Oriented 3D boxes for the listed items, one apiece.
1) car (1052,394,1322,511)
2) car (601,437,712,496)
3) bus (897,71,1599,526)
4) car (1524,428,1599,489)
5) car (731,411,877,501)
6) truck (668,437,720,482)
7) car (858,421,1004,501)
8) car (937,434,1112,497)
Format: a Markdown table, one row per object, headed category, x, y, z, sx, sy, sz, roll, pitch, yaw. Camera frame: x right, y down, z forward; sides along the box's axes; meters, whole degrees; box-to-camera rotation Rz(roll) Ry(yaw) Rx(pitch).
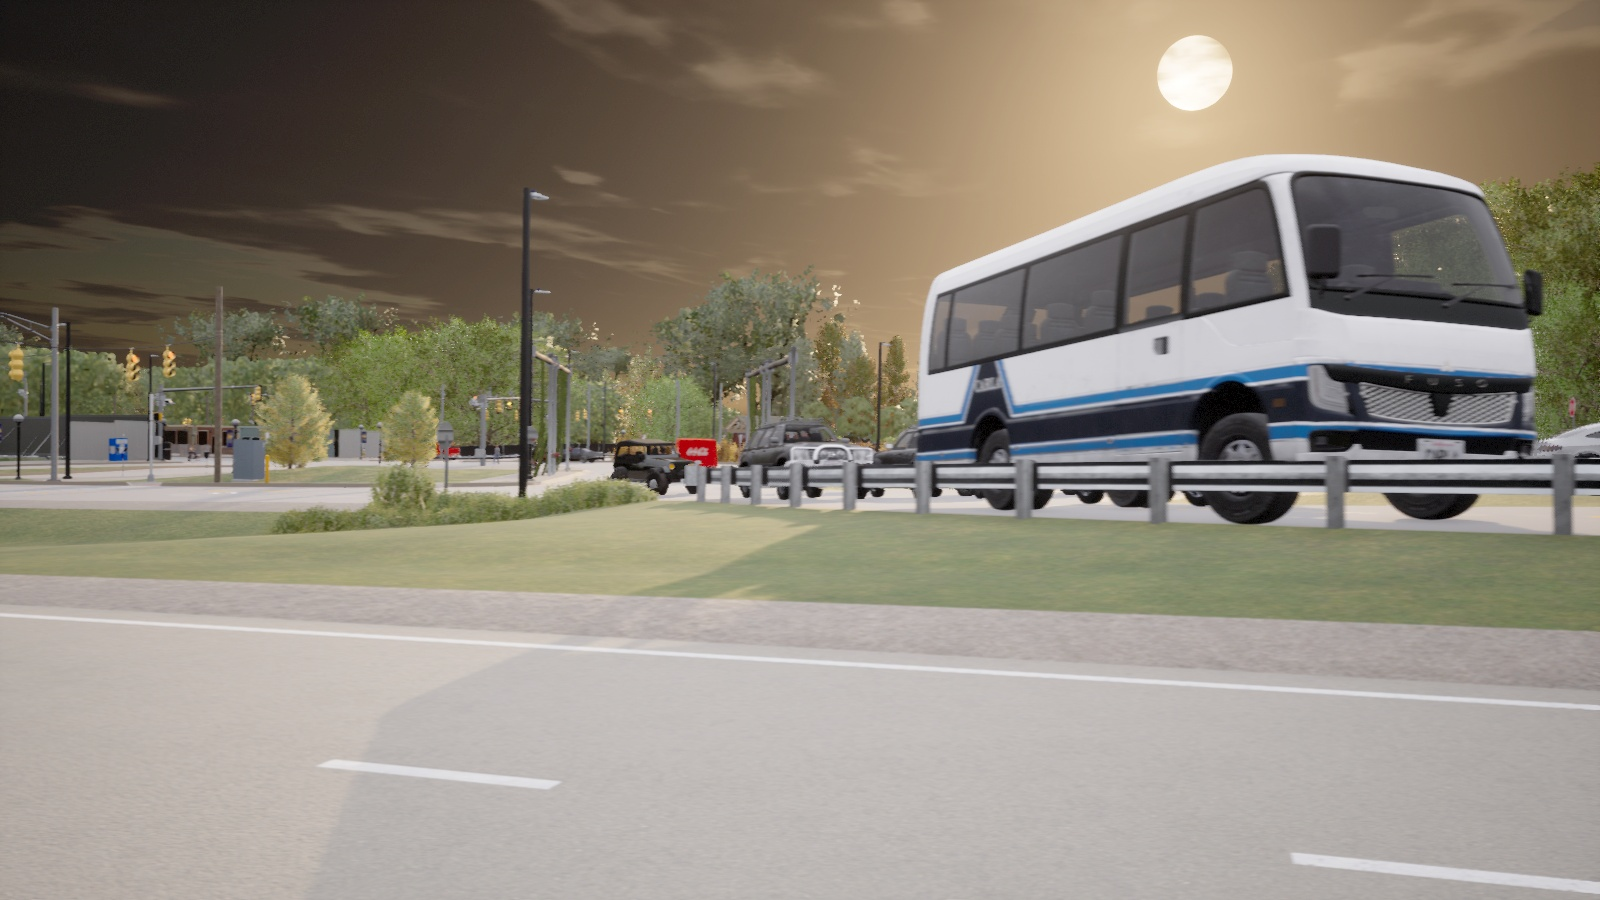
| category | x | y | z | sx | sy | sz | roll | pitch | yaw |
| --- | --- | --- | --- | --- | --- | --- | --- | --- | --- |
| car | 6.693 | 0.104 | 22.297 | 1.932 | 1.855 | 4.605 | 1 | -2 | -26 |
| car | -4.926 | 0.530 | 42.773 | 1.905 | 1.878 | 3.866 | -1 | 1 | -40 |
| bus | 5.268 | -1.225 | 17.359 | 3.944 | 4.253 | 10.273 | 2 | -3 | -19 |
| car | 20.862 | 0.136 | 31.190 | 4.674 | 1.442 | 1.812 | -3 | 0 | 19 |
| car | -0.025 | 0.205 | 28.627 | 1.932 | 1.855 | 4.605 | 1 | -2 | -19 |
| truck | -6.179 | 0.523 | 72.642 | 2.627 | 2.467 | 5.204 | 1 | 0 | -9 |
| car | 3.181 | 0.319 | 31.575 | 1.932 | 1.855 | 4.605 | 1 | -2 | -18 |
| car | 6.487 | 0.434 | 36.172 | 4.611 | 1.667 | 2.242 | -1 | 0 | 20 |
